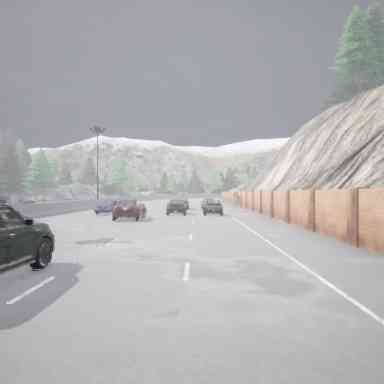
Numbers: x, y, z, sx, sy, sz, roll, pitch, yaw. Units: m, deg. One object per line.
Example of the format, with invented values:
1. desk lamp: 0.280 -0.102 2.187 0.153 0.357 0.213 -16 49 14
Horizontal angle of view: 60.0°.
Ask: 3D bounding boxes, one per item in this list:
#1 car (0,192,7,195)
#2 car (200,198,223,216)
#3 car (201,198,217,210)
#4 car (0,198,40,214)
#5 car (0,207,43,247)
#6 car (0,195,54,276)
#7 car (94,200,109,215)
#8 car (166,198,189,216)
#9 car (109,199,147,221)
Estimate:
1. car: -22.536 0.879 36.783 2.150 2.045 5.566 0 0 1
2. car: 2.013 1.491 32.785 2.128 1.511 4.902 0 0 1
3. car: 2.148 1.525 43.234 1.812 1.442 4.674 0 0 1
4. car: -19.036 1.501 36.741 2.128 1.511 4.902 0 0 1
5. car: -8.724 1.525 15.058 1.812 1.442 4.674 0 0 1
6. car: -5.321 1.224 7.856 2.150 2.045 5.566 0 0 1
7. car: -8.473 1.546 34.132 2.033 1.411 5.357 0 0 1
8. car: -1.486 1.505 32.966 1.837 1.490 4.892 0 0 0
9. car: -5.058 1.351 27.478 2.097 1.767 4.553 0 0 1
